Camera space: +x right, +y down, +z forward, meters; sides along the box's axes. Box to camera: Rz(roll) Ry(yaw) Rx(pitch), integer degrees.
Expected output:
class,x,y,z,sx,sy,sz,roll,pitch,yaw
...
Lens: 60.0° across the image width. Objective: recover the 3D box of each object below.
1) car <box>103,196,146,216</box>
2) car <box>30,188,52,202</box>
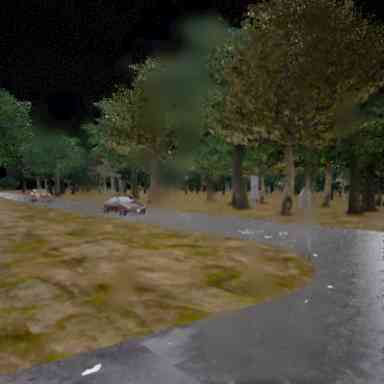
class,x,y,z,sx,sy,sz,roll,pitch,yaw
car,-5.449,1.035,26.349,1.812,1.442,4.674,-1,2,-40
car,-20.744,0.352,45.633,2.097,1.767,4.553,-1,1,-36
